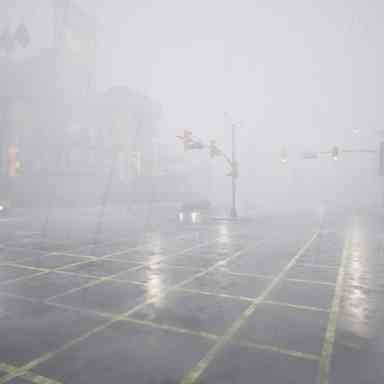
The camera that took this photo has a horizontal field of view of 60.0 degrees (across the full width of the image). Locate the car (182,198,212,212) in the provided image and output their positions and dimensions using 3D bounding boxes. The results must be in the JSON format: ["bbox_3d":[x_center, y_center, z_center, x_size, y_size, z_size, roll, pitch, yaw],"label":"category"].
[{"bbox_3d":[0.635,1.475,39.580,1.882,1.535,5.008,0,0,28],"label":"car"}]
